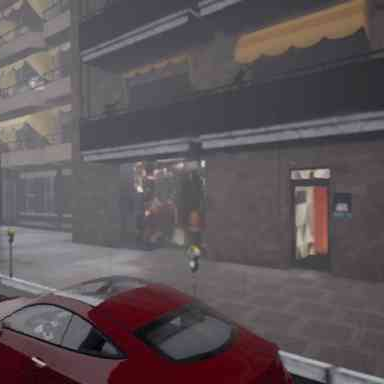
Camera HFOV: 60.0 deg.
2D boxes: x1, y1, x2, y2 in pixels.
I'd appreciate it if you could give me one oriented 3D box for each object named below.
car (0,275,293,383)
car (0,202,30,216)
[{"bbox_3d":[-1.058,1.614,3.632,4.206,1.307,1.802,-1,-1,36],"label":"car"},{"bbox_3d":[-19.780,1.775,35.162,1.947,1.339,4.313,0,1,35],"label":"car"}]
